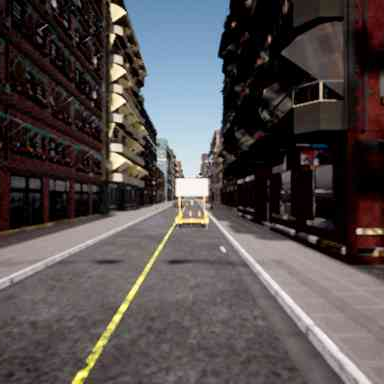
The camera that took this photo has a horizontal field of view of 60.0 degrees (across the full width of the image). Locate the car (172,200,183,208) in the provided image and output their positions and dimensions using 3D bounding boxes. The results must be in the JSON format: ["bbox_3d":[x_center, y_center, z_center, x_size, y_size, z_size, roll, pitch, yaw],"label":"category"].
[{"bbox_3d":[-2.769,2.304,65.018,1.994,1.385,4.181,0,-1,1],"label":"car"}]

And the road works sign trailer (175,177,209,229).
[{"bbox_3d":[0.001,0.728,23.992,2.380,3.560,2.880,0,-1,0],"label":"road works sign trailer"}]
